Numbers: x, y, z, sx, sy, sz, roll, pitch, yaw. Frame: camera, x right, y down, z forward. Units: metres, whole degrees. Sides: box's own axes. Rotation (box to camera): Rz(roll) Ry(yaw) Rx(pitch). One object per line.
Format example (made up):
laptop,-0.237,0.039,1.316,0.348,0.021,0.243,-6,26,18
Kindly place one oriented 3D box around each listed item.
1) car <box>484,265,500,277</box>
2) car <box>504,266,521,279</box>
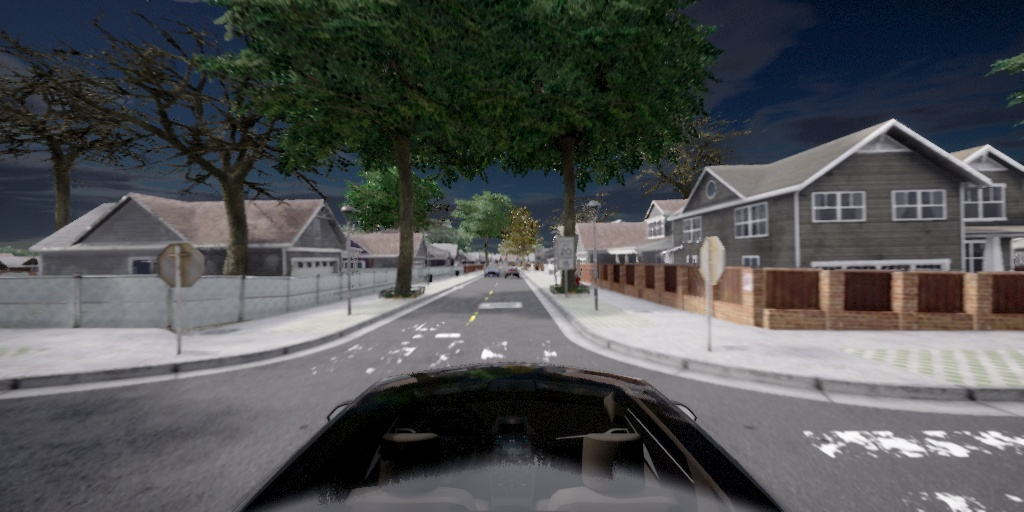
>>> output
car,-2.748,2.028,49.892,2.097,1.767,4.553,-1,-1,0
car,0.002,2.025,44.829,1.837,1.490,4.892,-1,-1,0
